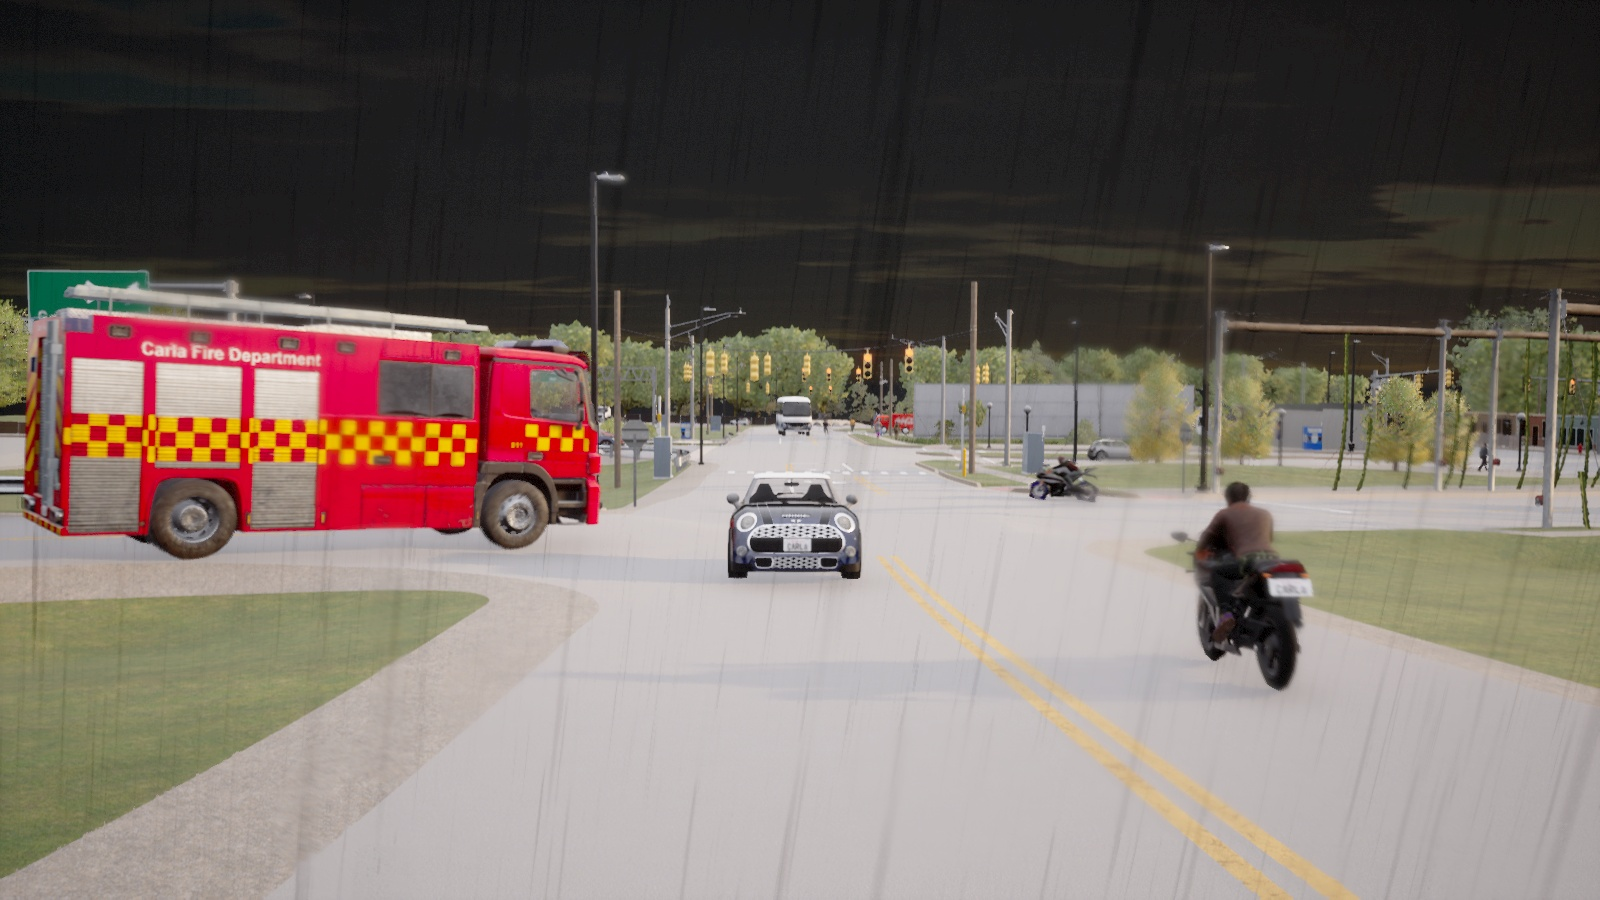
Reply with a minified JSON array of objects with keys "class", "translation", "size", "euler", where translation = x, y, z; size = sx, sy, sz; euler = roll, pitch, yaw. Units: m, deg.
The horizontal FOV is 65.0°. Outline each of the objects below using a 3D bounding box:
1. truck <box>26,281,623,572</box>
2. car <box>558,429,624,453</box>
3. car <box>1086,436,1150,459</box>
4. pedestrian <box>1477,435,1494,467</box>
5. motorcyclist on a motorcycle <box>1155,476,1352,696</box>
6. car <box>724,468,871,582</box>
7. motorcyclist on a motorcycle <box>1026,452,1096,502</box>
[{"class":"truck","translation":[-7.335,-0.311,20.360],"size":[8.468,3.827,2.891],"euler":[1,2,-40]},{"class":"car","translation":[-13.445,-0.591,80.939],"size":[3.806,1.475,1.970],"euler":[0,2,3]},{"class":"car","translation":[21.863,-0.203,86.292],"size":[3.806,1.475,1.970],"euler":[0,2,-5]},{"class":"pedestrian","translation":[41.971,0.052,76.911],"size":[0.788,1.949,0.423],"euler":[0,3,-2]},{"class":"motorcyclist on a motorcycle","translation":[3.478,0.978,9.856],"size":[0.797,1.523,2.044],"euler":[0,-1,0]},{"class":"car","translation":[-0.110,1.037,18.776],"size":[1.970,1.475,3.806],"euler":[0,0,-2]},{"class":"motorcyclist on a motorcycle","translation":[8.556,0.876,41.206],"size":[2.191,1.530,0.866],"euler":[2,-1,12]}]
